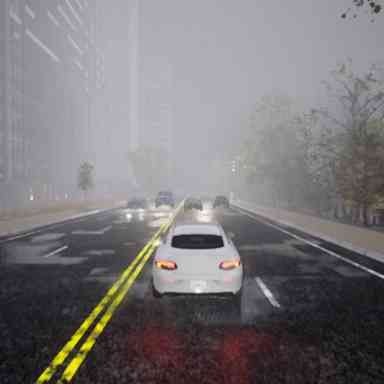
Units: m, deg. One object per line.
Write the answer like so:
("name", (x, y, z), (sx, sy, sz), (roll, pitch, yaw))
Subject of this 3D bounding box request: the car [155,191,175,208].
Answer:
("car", (-3.233, 0.852, 40.554), (2.150, 2.045, 5.566), (0, 0, 0))

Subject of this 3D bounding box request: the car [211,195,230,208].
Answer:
("car", (3.376, 1.140, 39.457), (1.837, 1.490, 4.892), (0, 0, 0))

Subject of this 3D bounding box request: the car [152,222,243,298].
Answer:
("car", (0.104, 1.449, 8.157), (1.812, 1.442, 4.674), (0, 1, 0))

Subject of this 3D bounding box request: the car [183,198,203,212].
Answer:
("car", (0.123, 1.287, 33.881), (1.895, 1.301, 4.718), (0, 1, 0))

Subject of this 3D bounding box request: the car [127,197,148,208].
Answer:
("car", (-6.491, 1.233, 39.843), (1.895, 1.301, 4.718), (0, 1, 1))
